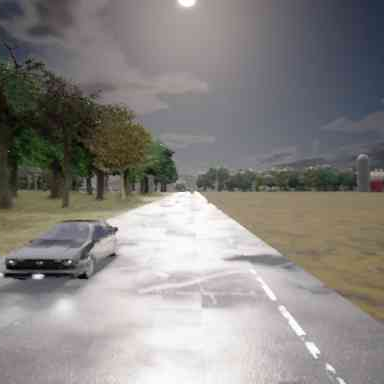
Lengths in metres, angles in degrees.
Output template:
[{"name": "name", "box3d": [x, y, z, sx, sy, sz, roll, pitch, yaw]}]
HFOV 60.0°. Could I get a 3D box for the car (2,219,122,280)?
[{"name": "car", "box3d": [-3.545, 1.573, 10.358, 2.033, 1.411, 5.357, 0, 0, 1]}]
